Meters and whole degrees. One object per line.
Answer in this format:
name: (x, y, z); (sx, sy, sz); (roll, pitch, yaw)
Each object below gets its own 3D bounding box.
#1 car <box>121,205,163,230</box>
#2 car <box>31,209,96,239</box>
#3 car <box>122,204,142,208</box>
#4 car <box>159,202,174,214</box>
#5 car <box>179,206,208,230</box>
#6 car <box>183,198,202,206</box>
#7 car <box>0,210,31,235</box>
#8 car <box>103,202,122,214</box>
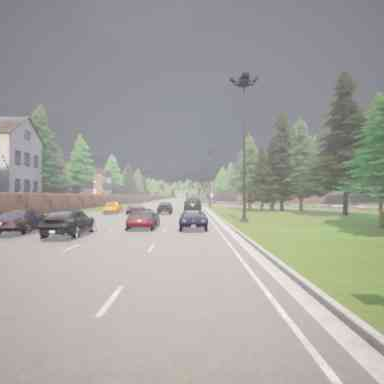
car: (-3.406, 1.857, 23.537); (1.994, 1.385, 4.181); (0, -1, 0)
car: (-6.906, 1.740, 18.826); (1.837, 1.490, 4.892); (0, 0, 0)
car: (-6.910, 2.112, 41.099); (1.895, 1.301, 4.718); (0, -1, 0)
car: (-3.410, 2.039, 42.782); (1.837, 1.490, 4.892); (0, 0, 0)
car: (0.095, 1.889, 23.133); (1.895, 1.301, 4.718); (0, -1, 0)
car: (0.089, 1.747, 42.157); (2.150, 2.045, 5.566); (0, -1, 0)
car: (-10.406, 1.804, 20.580); (2.033, 1.411, 5.357); (0, -1, 0)
car: (-10.410, 2.029, 44.416); (1.882, 1.535, 5.008); (0, 0, 0)
